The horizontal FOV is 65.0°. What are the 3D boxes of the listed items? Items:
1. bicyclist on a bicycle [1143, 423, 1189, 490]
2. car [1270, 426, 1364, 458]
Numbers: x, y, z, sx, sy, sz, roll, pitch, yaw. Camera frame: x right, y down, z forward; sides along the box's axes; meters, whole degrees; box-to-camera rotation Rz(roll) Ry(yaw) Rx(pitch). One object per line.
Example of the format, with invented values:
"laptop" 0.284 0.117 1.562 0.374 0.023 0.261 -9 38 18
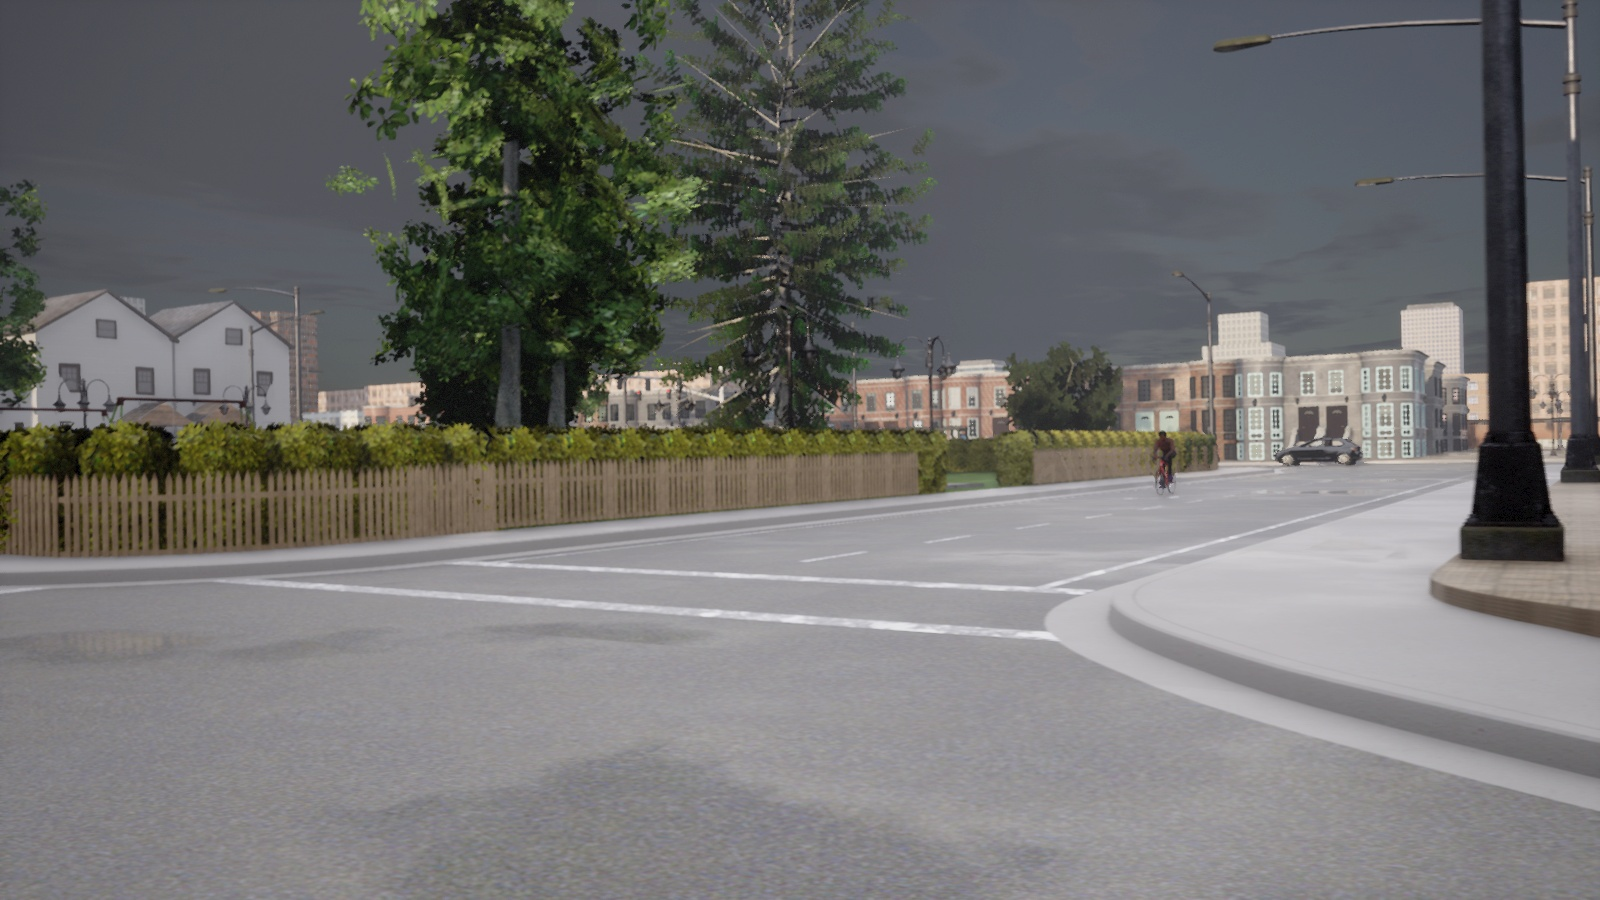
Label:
"bicyclist on a bicycle" 9.174 0.154 31.464 0.582 1.620 1.656 -2 0 33
"car" 26.879 -0.405 65.294 4.193 1.474 1.816 -2 0 33
